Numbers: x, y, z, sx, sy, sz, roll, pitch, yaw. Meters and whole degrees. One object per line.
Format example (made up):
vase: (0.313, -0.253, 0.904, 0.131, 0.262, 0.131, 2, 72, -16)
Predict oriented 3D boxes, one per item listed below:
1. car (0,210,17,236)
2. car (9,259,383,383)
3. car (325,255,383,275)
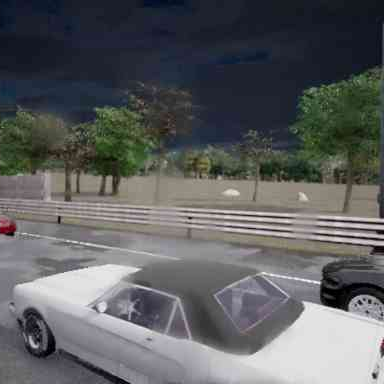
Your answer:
car: (-9.962, 1.316, 15.359, 4.181, 1.385, 1.994, 1, 1, 35)
car: (-0.295, 1.560, 4.197, 4.718, 1.301, 1.895, 1, 1, 35)
car: (4.594, 1.492, 5.017, 5.008, 1.535, 1.882, 1, 1, 35)
